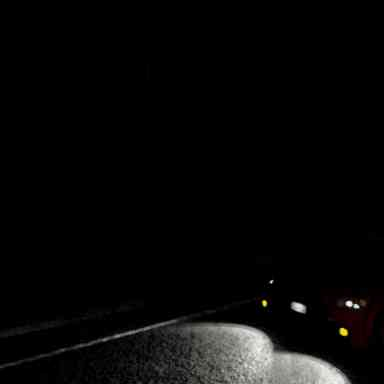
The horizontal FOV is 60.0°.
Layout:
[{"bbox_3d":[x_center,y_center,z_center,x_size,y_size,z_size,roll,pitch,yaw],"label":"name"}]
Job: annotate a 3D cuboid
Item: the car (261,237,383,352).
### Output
[{"bbox_3d":[3.264,1.571,6.172,4.181,1.385,1.994,0,0,-34],"label":"car"}]
